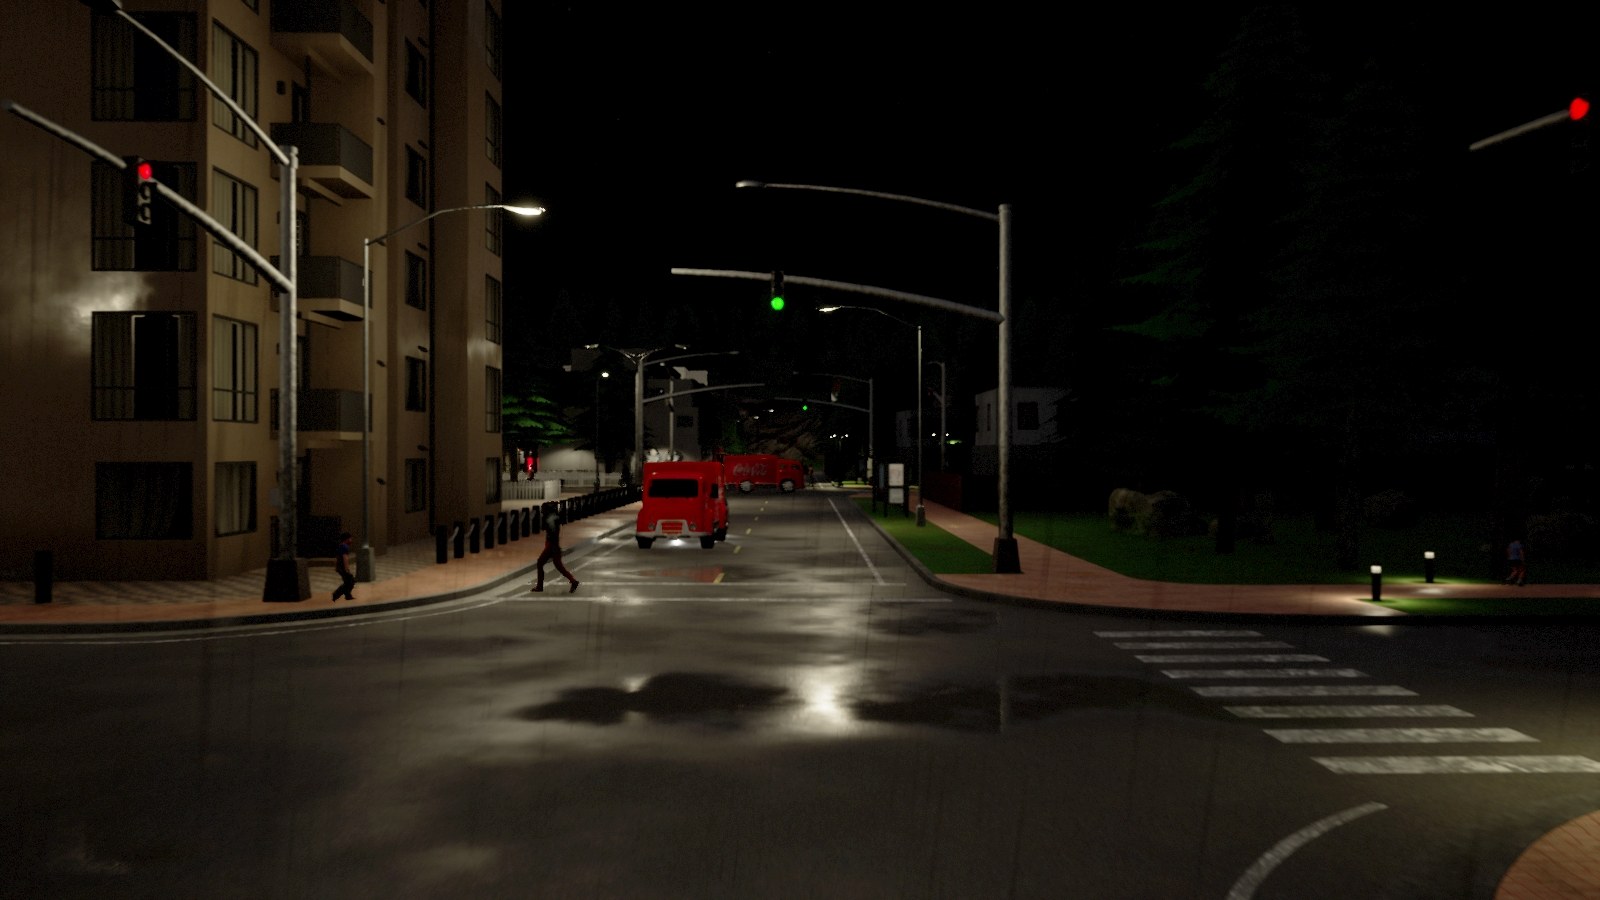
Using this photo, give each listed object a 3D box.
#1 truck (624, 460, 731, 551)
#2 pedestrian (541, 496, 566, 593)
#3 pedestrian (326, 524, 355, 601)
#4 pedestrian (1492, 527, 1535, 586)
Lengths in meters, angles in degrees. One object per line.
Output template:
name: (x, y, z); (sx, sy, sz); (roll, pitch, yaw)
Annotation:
truck: (-3.536, 1.562, 34.094); (2.627, 2.467, 5.204); (0, 0, 0)
pedestrian: (-4.820, 1.838, 22.368); (0.375, 1.860, 0.375); (0, 0, 7)
pedestrian: (-8.063, 1.964, 20.039); (0.375, 1.300, 0.375); (0, 0, -38)
pedestrian: (13.790, 2.053, 22.090); (0.500, 1.100, 0.500); (0, 0, -15)
